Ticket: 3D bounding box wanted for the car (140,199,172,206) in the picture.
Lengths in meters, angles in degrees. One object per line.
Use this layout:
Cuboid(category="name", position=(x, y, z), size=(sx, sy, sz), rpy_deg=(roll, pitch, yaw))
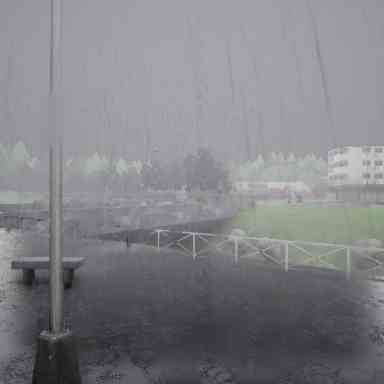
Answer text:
Cuboid(category="car", position=(-4.582, 1.601, 43.739), size=(1.895, 1.301, 4.718), rpy_deg=(0, 0, 36))
